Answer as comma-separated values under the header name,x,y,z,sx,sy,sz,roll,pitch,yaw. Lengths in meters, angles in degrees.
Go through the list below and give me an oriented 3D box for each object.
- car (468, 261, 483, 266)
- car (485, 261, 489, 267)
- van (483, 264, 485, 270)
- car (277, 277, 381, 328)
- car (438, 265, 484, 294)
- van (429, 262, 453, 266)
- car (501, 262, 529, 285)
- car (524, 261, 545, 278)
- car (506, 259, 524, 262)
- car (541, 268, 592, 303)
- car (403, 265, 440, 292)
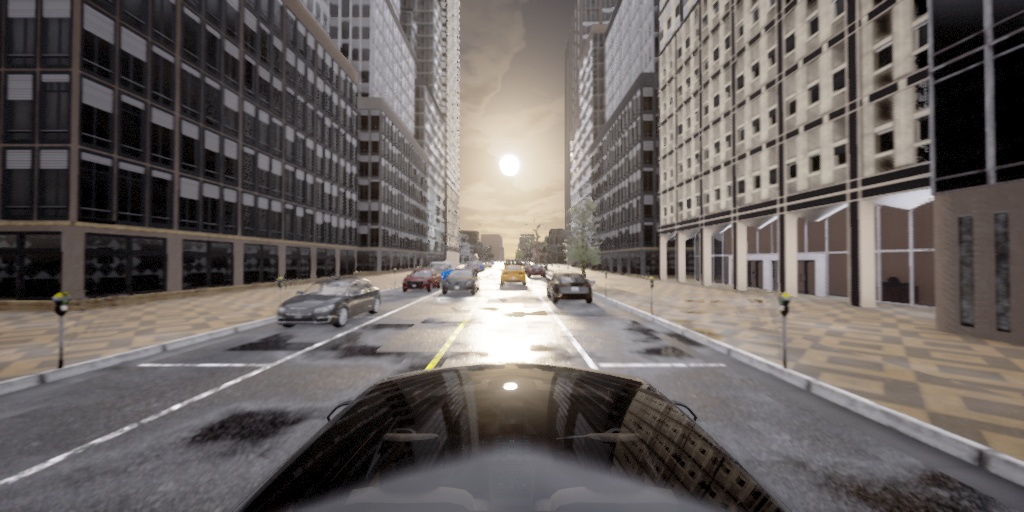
name,x,y,z,sx,sy,sz,roll,pitch,yaw
car,-5.691,1.659,51.556,1.967,1.591,4.097,0,0,0
car,-5.690,1.889,62.941,1.948,1.339,4.313,0,0,0
van,-5.690,1.612,57.249,1.690,1.789,3.998,0,0,0
car,-5.690,1.397,11.713,2.007,1.370,4.403,0,0,0
car,-3.001,1.477,21.874,1.812,1.442,4.674,0,-1,0
van,-5.690,1.350,28.789,1.690,1.789,3.998,0,0,0
car,0.101,1.490,29.139,1.882,1.535,5.008,0,-1,0
car,2.691,1.555,40.158,1.967,1.591,4.097,0,0,0
car,0.100,1.392,46.289,2.150,2.045,5.566,0,-1,0
car,2.691,1.467,17.392,1.948,1.339,4.313,0,0,0
car,-5.690,1.500,23.097,1.888,1.381,4.507,0,0,0
